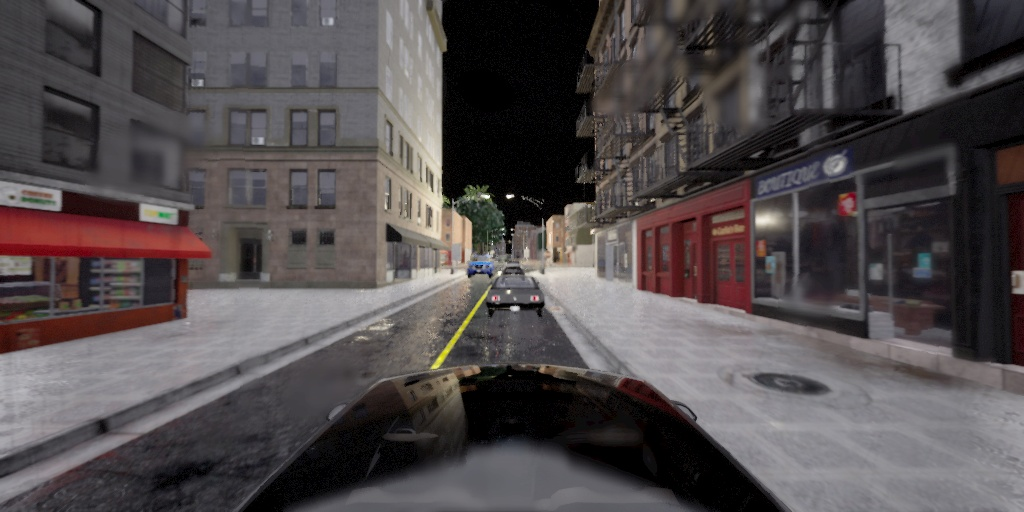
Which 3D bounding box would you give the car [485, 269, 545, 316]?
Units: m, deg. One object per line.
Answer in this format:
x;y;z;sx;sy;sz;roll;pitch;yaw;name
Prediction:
0.103;1.339;13.328;1.895;1.301;4.718;0;0;0;car

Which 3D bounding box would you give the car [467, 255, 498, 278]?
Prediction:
-2.776;0.916;33.004;2.150;2.045;5.566;0;0;1;car

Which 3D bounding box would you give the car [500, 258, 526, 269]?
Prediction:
0.109;1.205;30.306;1.837;1.490;4.892;0;0;0;car
